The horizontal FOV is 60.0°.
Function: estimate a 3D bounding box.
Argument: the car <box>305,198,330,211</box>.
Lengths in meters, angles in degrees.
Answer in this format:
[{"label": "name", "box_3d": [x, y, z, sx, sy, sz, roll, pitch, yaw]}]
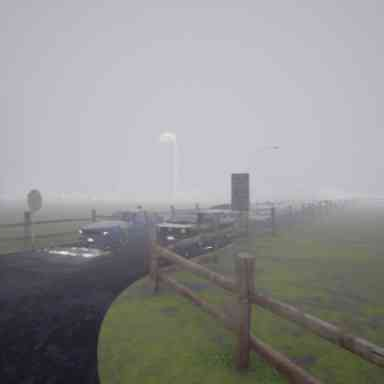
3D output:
[{"label": "car", "box_3d": [15.340, 1.670, 41.472, 2.033, 1.411, 5.357, -1, -1, 30]}]

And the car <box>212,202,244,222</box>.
[{"label": "car", "box_3d": [2.368, 1.557, 24.647, 1.837, 1.490, 4.892, -1, -1, 30]}]

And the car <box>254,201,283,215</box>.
[{"label": "car", "box_3d": [8.089, 1.658, 34.641, 2.033, 1.411, 5.357, -1, -1, 29]}]

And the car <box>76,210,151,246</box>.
[{"label": "car", "box_3d": [-2.781, 1.547, 15.643, 2.033, 1.411, 5.357, -1, -1, 29]}]

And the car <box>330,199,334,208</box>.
[{"label": "car", "box_3d": [20.205, 1.681, 50.066, 1.837, 1.490, 4.892, -1, -1, 30]}]

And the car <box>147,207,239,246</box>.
[{"label": "car", "box_3d": [0.242, 1.570, 15.200, 1.895, 1.301, 4.718, -1, -1, 30]}]
